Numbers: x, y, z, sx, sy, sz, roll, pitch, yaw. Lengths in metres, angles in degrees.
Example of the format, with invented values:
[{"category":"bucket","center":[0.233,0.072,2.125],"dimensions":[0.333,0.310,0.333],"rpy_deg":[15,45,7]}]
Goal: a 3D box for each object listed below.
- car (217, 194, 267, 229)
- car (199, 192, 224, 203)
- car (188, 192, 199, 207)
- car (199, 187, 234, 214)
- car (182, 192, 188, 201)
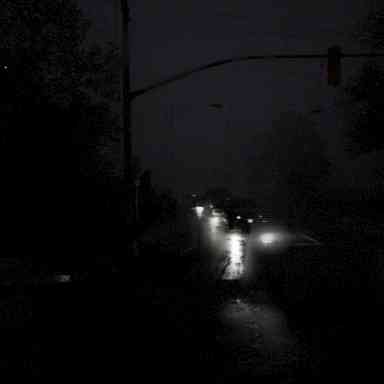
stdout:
[{"category":"car","center":[2.632,1.044,17.734],"dimensions":[1.837,1.490,4.892],"rpy_deg":[-1,1,-1]},{"category":"car","center":[2.717,0.758,47.824],"dimensions":[1.882,1.535,5.008],"rpy_deg":[-1,0,-17]},{"category":"car","center":[1.069,0.932,37.701],"dimensions":[1.994,1.385,4.181],"rpy_deg":[-1,0,-8]},{"category":"car","center":[2.169,0.637,27.677],"dimensions":[2.150,2.045,5.566],"rpy_deg":[-1,1,-4]},{"category":"car","center":[-0.202,0.764,57.261],"dimensions":[2.128,1.511,4.902],"rpy_deg":[-1,0,-24]}]
